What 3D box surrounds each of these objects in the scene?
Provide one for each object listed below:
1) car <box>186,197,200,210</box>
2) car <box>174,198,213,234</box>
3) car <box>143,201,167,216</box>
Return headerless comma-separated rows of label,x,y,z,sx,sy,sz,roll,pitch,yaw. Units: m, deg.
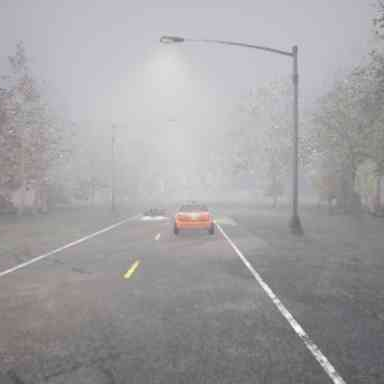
car,0.102,1.560,46.494,1.882,1.535,5.008,0,0,0
car,0.098,1.387,19.668,2.097,1.767,4.553,0,0,0
car,-3.572,1.623,32.764,1.994,1.385,4.181,0,0,0
